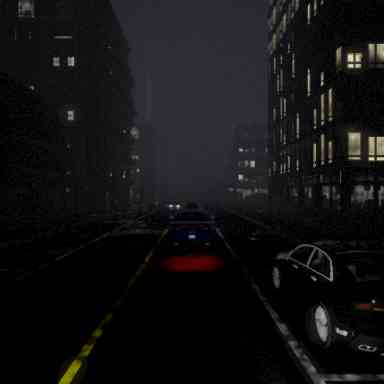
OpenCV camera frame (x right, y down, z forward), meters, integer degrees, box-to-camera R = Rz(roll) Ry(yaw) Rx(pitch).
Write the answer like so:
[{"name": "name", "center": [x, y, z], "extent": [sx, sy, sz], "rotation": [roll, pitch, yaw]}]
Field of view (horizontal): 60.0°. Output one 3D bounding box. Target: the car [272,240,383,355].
[{"name": "car", "center": [2.688, 1.549, 6.069], "extent": [2.008, 1.369, 4.403], "rotation": [0, 0, 0]}]

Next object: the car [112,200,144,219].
[{"name": "car", "center": [-5.692, 1.556, 28.663], "extent": [2.008, 1.369, 4.403], "rotation": [0, 0, 0]}]

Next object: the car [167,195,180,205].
[{"name": "car", "center": [-3.001, 1.628, 59.650], "extent": [2.033, 1.411, 5.357], "rotation": [0, 0, 0]}]

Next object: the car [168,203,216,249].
[{"name": "car", "center": [0.000, 1.486, 14.650], "extent": [1.882, 1.535, 5.008], "rotation": [0, 0, 0]}]

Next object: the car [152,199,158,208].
[{"name": "car", "center": [-5.742, 1.596, 47.229], "extent": [1.802, 1.307, 4.206], "rotation": [0, 0, 0]}]

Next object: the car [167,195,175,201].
[{"name": "car", "center": [-5.692, 1.618, 89.252], "extent": [1.947, 1.339, 4.313], "rotation": [0, 0, 0]}]

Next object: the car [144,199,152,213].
[{"name": "car", "center": [-5.692, 1.558, 34.312], "extent": [2.008, 1.369, 4.403], "rotation": [0, 0, 0]}]

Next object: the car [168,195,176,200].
[{"name": "car", "center": [-5.692, 1.584, 94.765], "extent": [1.752, 1.417, 4.829], "rotation": [0, 0, 0]}]

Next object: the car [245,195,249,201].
[{"name": "car", "center": [14.558, 1.045, 75.569], "extent": [5.009, 1.841, 2.192], "rotation": [-1, 1, 0]}]

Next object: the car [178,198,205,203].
[{"name": "car", "center": [0.000, 1.539, 29.651], "extent": [1.812, 1.442, 4.674], "rotation": [0, 0, 0]}]

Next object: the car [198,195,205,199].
[{"name": "car", "center": [2.688, 1.499, 94.937], "extent": [1.967, 1.590, 4.097], "rotation": [0, 0, 0]}]

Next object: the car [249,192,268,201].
[{"name": "car", "center": [14.693, 1.055, 67.190], "extent": [5.009, 1.841, 2.192], "rotation": [-1, 1, 0]}]
